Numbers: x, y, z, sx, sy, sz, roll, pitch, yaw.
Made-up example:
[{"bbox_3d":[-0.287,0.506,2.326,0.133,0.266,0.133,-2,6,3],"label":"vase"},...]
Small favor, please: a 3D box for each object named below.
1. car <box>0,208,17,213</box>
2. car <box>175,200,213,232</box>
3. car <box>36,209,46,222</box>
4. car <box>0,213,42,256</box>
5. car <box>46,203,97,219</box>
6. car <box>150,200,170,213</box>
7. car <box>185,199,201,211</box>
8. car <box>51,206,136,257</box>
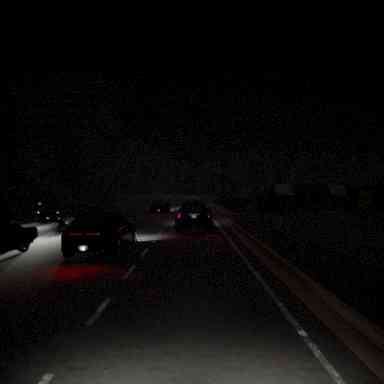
[{"bbox_3d":[-10.560,1.464,16.441,1.882,1.535,5.008,0,0,0],"label":"car"},{"bbox_3d":[0.103,1.336,20.045,2.097,1.767,4.553,0,0,0],"label":"car"},{"bbox_3d":[-10.497,1.580,26.418,1.895,1.301,4.718,0,0,0],"label":"car"},{"bbox_3d":[-7.078,1.592,11.033,1.895,1.301,4.718,0,0,0],"label":"car"},{"bbox_3d":[-7.026,1.475,21.197,2.128,1.511,4.902,0,0,1],"label":"car"},{"bbox_3d":[-3.393,1.572,36.156,1.895,1.301,4.718,0,0,0],"label":"car"},{"bbox_3d":[0.094,1.569,40.593,1.895,1.301,4.718,0,0,0],"label":"car"},{"bbox_3d":[-3.398,1.495,12.801,1.837,1.490,4.892,0,0,0],"label":"car"}]
